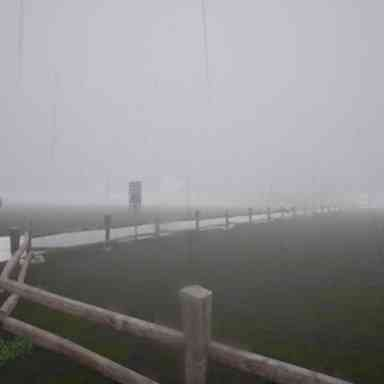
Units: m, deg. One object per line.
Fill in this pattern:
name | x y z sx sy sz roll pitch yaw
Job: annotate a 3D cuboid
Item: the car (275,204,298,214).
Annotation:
car | 14.205 2.450 49.683 2.033 1.411 5.357 -1 -1 35
